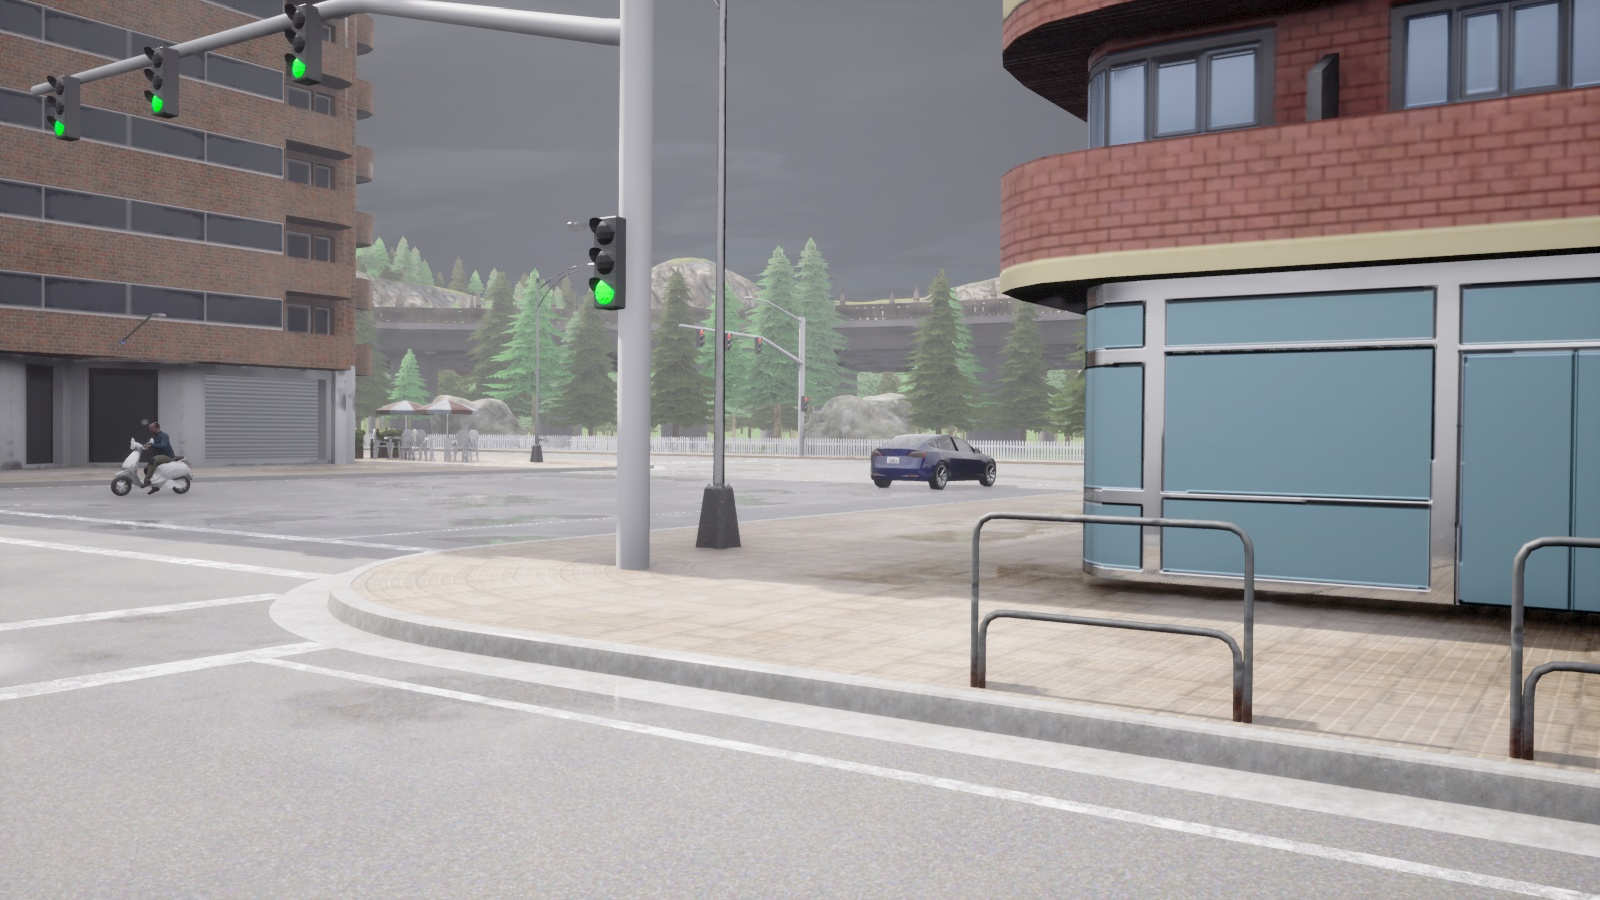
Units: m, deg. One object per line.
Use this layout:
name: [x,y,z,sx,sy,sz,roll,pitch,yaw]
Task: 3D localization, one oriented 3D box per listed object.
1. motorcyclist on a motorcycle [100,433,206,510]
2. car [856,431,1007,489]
motorcyclist on a motorcycle: [-14.009,0.440,27.231,0.866,1.590,1.817,0,1,34]
car: [3.731,0.222,34.811,2.163,1.488,4.792,0,1,34]
